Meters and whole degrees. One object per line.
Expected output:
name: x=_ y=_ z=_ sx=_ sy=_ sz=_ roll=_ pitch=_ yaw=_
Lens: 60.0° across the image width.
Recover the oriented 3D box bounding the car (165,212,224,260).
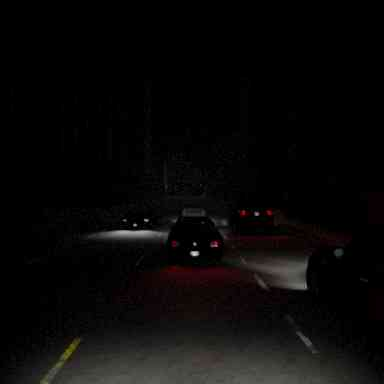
car: x=0.092 y=1.667 z=12.671 sx=1.895 sy=1.301 sz=4.718 roll=0 pitch=0 yaw=0

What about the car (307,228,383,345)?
car: x=3.579 y=1.381 z=5.545 sx=2.097 sy=1.767 sz=4.553 roll=0 pitch=0 yaw=0

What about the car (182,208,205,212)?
car: x=0.089 y=1.715 z=21.880 sx=1.895 sy=1.301 sz=4.718 roll=0 pitch=0 yaw=0

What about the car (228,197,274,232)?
car: x=3.591 y=1.331 z=21.085 sx=2.150 sy=2.045 sz=5.566 roll=0 pitch=0 yaw=0

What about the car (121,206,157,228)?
car: x=-3.512 y=1.672 z=23.207 sx=2.033 sy=1.411 sz=5.357 roll=0 pitch=0 yaw=0
